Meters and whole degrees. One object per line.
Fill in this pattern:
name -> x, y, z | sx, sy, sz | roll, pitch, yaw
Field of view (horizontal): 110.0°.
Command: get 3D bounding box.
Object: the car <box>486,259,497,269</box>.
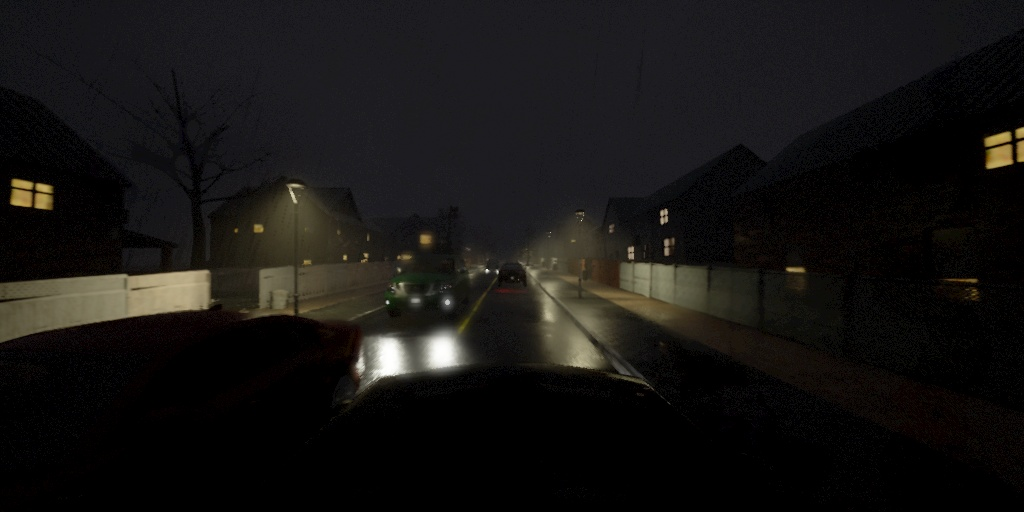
car -> -2.866, 1.190, 54.126 | 1.882, 1.535, 5.008 | 0, 0, 0

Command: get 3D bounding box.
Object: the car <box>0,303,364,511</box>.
car -> -2.845, 1.229, 2.634 | 1.882, 1.535, 5.008 | 0, 0, 0

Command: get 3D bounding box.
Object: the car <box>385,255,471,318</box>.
car -> -2.847, 0.964, 13.383 | 2.150, 2.045, 5.566 | 0, 0, 0

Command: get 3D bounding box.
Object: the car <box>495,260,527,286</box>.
car -> 0.042, 1.210, 24.778 | 1.882, 1.535, 5.008 | 0, 0, 0
